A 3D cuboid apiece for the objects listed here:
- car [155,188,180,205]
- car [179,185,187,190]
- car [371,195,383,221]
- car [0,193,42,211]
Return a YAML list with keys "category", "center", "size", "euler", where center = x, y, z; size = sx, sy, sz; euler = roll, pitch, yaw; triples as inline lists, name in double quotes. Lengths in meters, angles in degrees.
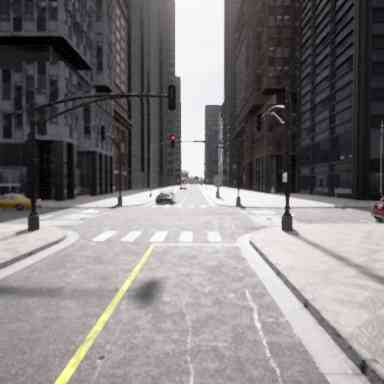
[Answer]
- category: "car"
  center: [-2.642, 0.525, 34.392]
  size: [2.033, 1.411, 5.357]
  euler: [0, 2, 1]
- category: "car"
  center: [-2.147, -1.034, 81.364]
  size: [1.882, 1.535, 5.008]
  euler: [0, 2, 1]
- category: "car"
  center: [12.084, 0.854, 17.937]
  size: [4.097, 1.590, 1.967]
  euler: [0, 2, 1]
- category: "car"
  center: [-14.736, 0.750, 26.908]
  size: [4.829, 1.417, 1.752]
  euler: [0, 2, 1]
